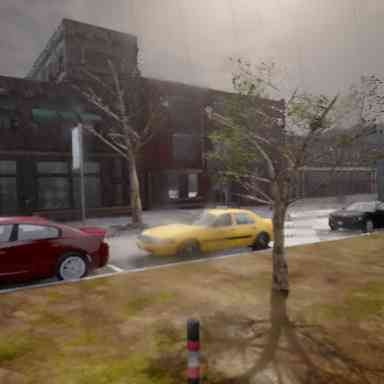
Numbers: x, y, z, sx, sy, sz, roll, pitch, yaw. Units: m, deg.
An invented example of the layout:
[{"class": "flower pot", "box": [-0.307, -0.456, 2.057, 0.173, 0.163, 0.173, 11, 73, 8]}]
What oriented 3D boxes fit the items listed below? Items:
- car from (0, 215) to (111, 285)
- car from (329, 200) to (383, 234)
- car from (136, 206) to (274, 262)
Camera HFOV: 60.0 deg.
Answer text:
[{"class": "car", "box": [-4.389, 1.315, 7.504, 5.008, 1.535, 2.097, 0, 0, -33]}, {"class": "car", "box": [9.137, 1.191, 17.186, 5.008, 1.535, 2.097, 0, 0, -33]}, {"class": "car", "box": [0.796, 1.257, 11.224, 5.366, 1.575, 1.946, 0, 0, -33]}]
